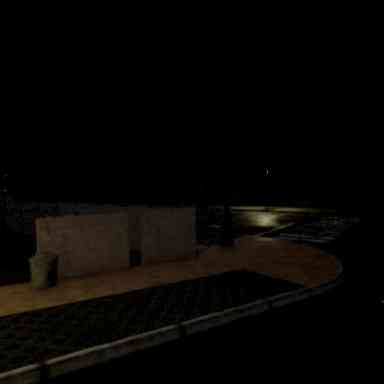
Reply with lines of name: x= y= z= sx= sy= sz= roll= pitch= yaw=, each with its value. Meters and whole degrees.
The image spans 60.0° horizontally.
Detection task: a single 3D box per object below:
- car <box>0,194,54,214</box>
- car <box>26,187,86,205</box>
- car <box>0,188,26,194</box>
car: x=-14.092 y=1.093 z=27.751 sx=4.718 sy=1.301 sz=1.895 roll=1 pitch=1 yaw=31
car: x=-12.213 y=0.668 z=30.397 sx=5.566 sy=2.045 sz=2.150 roll=1 pitch=1 yaw=31
car: x=-22.743 y=0.573 z=40.376 sx=4.553 sy=1.767 sz=2.097 roll=1 pitch=1 yaw=30
